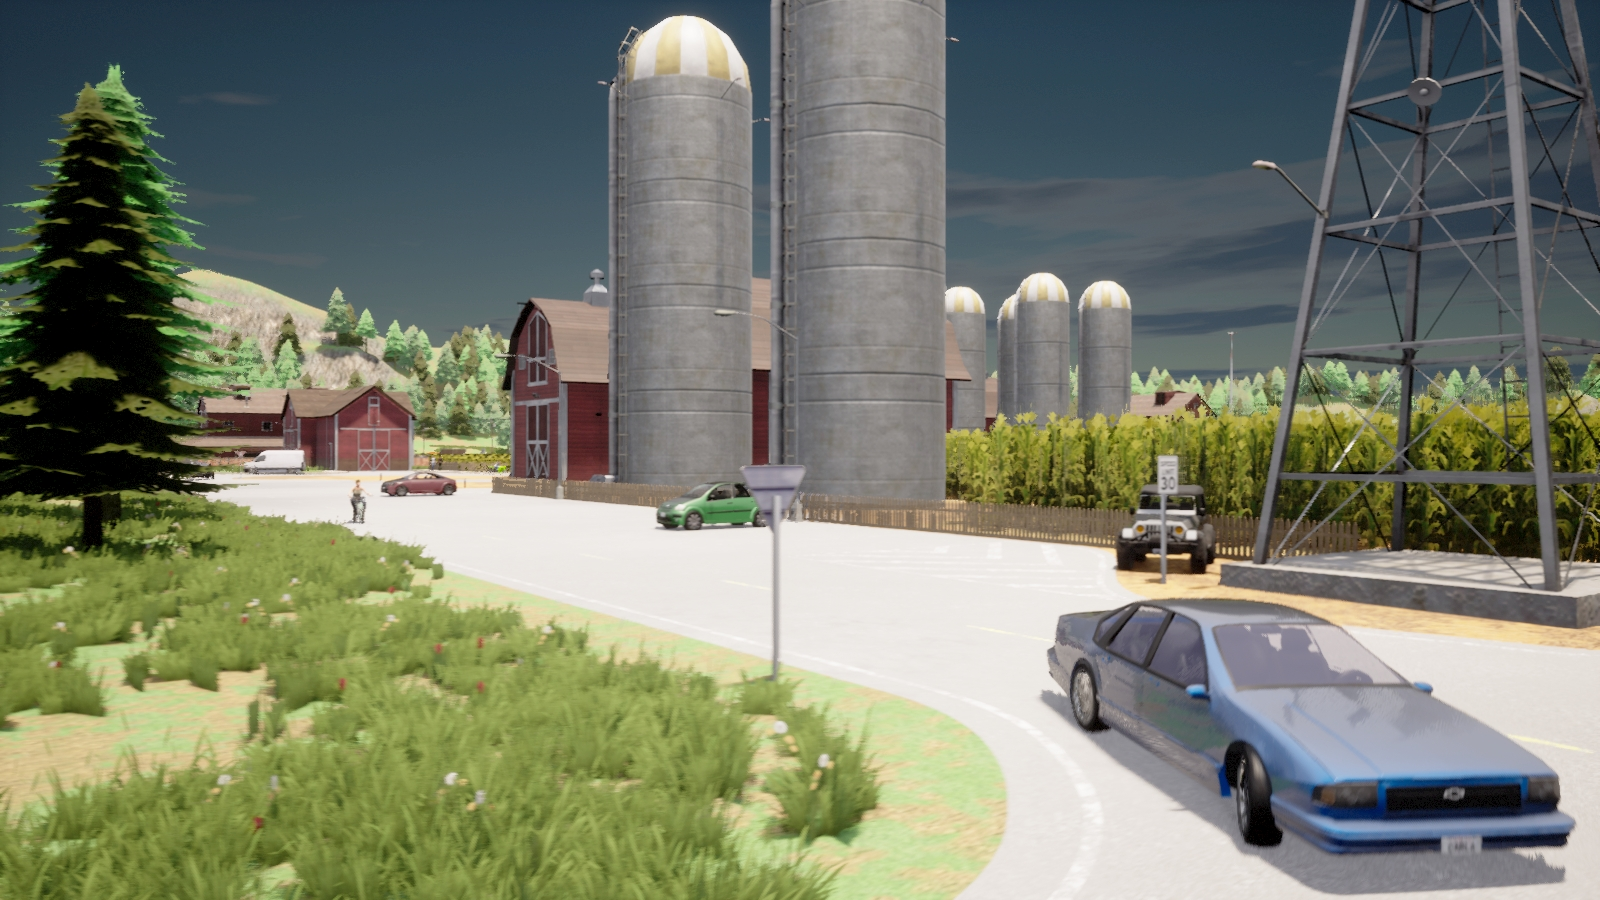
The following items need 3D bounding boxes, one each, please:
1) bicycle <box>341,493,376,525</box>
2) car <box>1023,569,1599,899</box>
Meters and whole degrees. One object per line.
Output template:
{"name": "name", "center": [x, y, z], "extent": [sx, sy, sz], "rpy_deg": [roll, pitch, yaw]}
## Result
{"name": "bicycle", "center": [-15.894, 2.119, 41.151], "extent": [0.859, 1.080, 1.487], "rpy_deg": [0, 0, -34]}
{"name": "car", "center": [3.789, 2.051, 9.811], "extent": [2.033, 1.411, 5.357], "rpy_deg": [1, 1, -8]}
